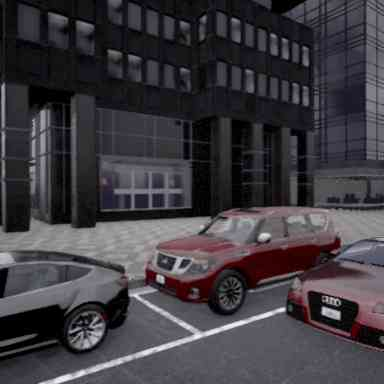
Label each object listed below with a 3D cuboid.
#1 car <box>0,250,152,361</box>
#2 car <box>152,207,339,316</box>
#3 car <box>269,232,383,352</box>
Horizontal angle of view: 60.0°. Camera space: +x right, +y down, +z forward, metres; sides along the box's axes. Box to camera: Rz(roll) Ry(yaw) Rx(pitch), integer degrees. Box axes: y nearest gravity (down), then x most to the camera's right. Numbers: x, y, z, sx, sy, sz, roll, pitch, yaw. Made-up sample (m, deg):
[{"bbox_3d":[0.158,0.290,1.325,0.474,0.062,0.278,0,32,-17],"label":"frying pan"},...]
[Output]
[{"bbox_3d":[-2.956,1.565,4.543,4.313,1.339,1.947,0,0,-35],"label":"car"},{"bbox_3d":[1.462,1.307,7.692,5.009,1.841,2.192,0,0,-35],"label":"car"},{"bbox_3d":[3.603,1.555,5.952,4.181,1.385,1.994,0,0,-36],"label":"car"}]
